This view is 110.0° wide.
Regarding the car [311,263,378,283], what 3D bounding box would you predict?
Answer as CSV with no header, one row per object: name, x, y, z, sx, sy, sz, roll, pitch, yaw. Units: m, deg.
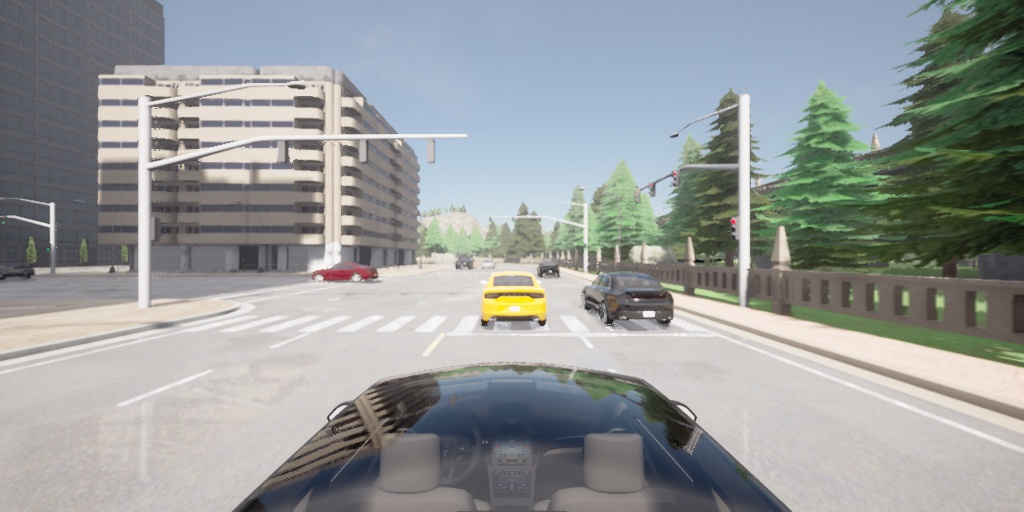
car,-13.103,1.309,28.174,5.008,1.535,1.882,0,-1,5

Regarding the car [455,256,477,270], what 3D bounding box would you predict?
car,-7.184,1.027,54.566,2.150,2.045,5.566,0,0,1

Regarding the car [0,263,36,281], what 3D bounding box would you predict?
car,-44.831,1.335,31.242,4.902,1.511,2.128,0,0,-1

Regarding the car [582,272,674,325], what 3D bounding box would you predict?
car,3.574,1.265,11.789,1.837,1.490,4.892,0,0,0

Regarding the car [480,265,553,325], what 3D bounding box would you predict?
car,-0.023,1.238,11.910,1.882,1.535,5.008,0,0,-2

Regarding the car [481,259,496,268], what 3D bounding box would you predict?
car,-3.698,1.332,55.411,1.812,1.442,4.674,0,0,0

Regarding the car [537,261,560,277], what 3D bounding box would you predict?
car,3.526,1.262,35.404,1.882,1.535,5.008,0,0,0
